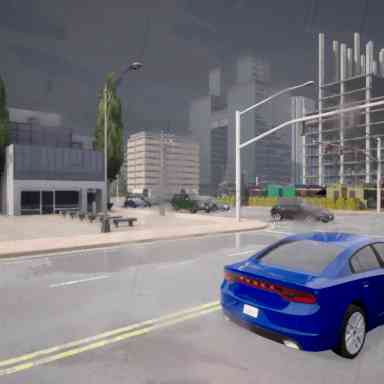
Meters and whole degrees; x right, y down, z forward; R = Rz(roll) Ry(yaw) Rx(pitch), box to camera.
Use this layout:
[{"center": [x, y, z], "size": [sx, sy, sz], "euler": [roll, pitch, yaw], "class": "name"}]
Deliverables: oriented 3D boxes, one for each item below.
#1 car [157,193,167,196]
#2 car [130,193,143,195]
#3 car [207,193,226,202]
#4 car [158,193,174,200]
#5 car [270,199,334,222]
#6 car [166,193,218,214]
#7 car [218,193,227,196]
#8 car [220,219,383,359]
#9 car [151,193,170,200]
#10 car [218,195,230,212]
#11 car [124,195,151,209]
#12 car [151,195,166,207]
[{"center": [-4.379, 1.352, 59.890], "size": [2.097, 1.767, 4.553], "euler": [0, 0, -35], "class": "car"}, {"center": [-12.121, 1.225, 70.345], "size": [2.150, 2.045, 5.566], "euler": [0, 0, -36], "class": "car"}, {"center": [5.279, 1.156, 71.640], "size": [3.866, 1.878, 1.905], "euler": [0, 0, -38], "class": "car"}, {"center": [-6.728, 1.156, 87.162], "size": [3.866, 1.878, 1.905], "euler": [0, 0, -38], "class": "car"}, {"center": [8.064, 1.505, 24.713], "size": [1.837, 1.490, 4.892], "euler": [0, 0, -36], "class": "car"}, {"center": [-0.107, 1.218, 35.900], "size": [2.150, 2.045, 5.566], "euler": [0, 1, -36], "class": "car"}, {"center": [7.037, 1.395, 69.339], "size": [3.806, 1.475, 1.970], "euler": [0, 0, -38], "class": "car"}, {"center": [2.744, 1.478, 6.100], "size": [5.008, 1.535, 1.882], "euler": [0, 0, -38], "class": "car"}, {"center": [-8.451, 1.153, 89.487], "size": [4.605, 1.855, 1.932], "euler": [0, 0, -38], "class": "car"}, {"center": [2.331, 1.492, 38.498], "size": [2.128, 1.511, 4.902], "euler": [0, 0, -36], "class": "car"}, {"center": [-8.049, 1.526, 46.803], "size": [1.812, 1.442, 4.674], "euler": [0, 0, -36], "class": "car"}, {"center": [-6.121, 1.564, 50.091], "size": [1.994, 1.385, 4.181], "euler": [0, 0, -36], "class": "car"}]
